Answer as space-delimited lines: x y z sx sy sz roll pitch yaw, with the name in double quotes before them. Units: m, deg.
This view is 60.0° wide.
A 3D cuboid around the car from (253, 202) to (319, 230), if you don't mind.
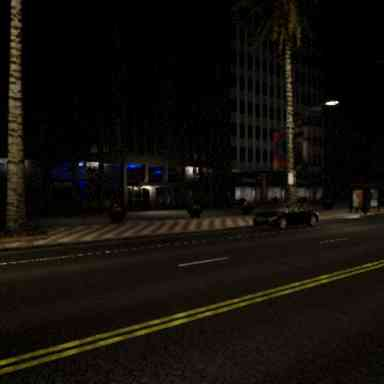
"car" 5.879 1.403 20.538 4.892 1.521 2.231 0 0 -36
